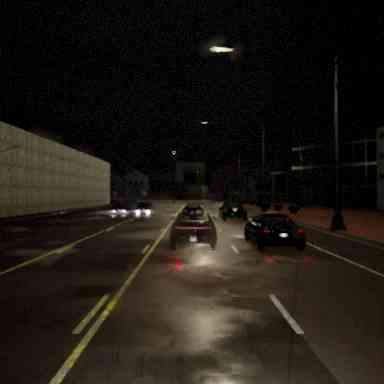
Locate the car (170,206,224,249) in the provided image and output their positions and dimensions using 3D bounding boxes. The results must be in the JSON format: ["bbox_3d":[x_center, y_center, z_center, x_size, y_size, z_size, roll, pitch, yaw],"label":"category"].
[{"bbox_3d":[0.068,1.591,14.930,2.128,1.511,4.902,0,0,0],"label":"car"}]

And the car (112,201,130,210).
[{"bbox_3d":[-10.562,1.926,49.664,1.895,1.301,4.718,0,0,0],"label":"car"}]

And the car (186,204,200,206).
[{"bbox_3d":[0.071,1.764,30.511,1.994,1.385,4.181,0,0,0],"label":"car"}]

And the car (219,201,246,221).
[{"bbox_3d":[3.564,1.545,29.612,2.097,1.767,4.553,0,0,0],"label":"car"}]

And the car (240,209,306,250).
[{"bbox_3d":[3.568,1.661,14.903,1.994,1.385,4.181,0,-1,0],"label":"car"}]

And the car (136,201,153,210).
[{"bbox_3d":[-7.062,1.926,49.662,1.895,1.301,4.718,0,0,0],"label":"car"}]
